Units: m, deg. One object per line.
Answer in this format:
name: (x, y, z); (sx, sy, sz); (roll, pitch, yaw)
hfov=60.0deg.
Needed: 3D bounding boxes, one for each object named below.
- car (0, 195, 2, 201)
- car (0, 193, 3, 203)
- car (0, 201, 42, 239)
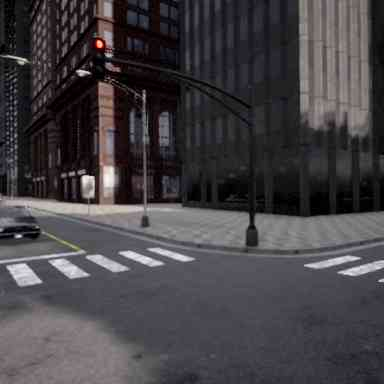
car: (-14.251, 1.238, 23.487); (1.837, 1.490, 4.892); (0, 1, -36)
car: (-31.102, 0.940, 52.300); (1.882, 1.535, 5.008); (0, 1, -36)
car: (-8.525, 1.368, 15.549); (2.033, 1.411, 5.357); (0, 1, -36)
